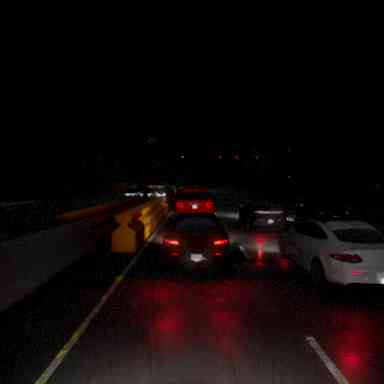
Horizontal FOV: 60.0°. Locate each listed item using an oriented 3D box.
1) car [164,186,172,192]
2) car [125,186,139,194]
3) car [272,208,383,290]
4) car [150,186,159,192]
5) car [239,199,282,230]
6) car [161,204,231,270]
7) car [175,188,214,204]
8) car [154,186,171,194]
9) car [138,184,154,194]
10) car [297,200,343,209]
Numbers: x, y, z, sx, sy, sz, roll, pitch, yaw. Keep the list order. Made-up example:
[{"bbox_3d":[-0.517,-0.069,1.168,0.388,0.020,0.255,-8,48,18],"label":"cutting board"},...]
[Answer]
[{"bbox_3d":[-6.531,-0.753,90.126,1.837,1.490,4.892,0,1,0],"label":"car"},{"bbox_3d":[-13.620,-0.303,74.721,1.994,1.385,4.181,0,1,0],"label":"car"},{"bbox_3d":[3.612,1.367,8.540,1.812,1.442,4.674,0,1,0],"label":"car"},{"bbox_3d":[-10.031,-0.776,90.145,1.882,1.535,5.008,0,1,0],"label":"car"},{"bbox_3d":[3.653,1.095,17.811,2.128,1.511,4.902,0,1,0],"label":"car"},{"bbox_3d":[0.120,1.325,10.191,1.812,1.442,4.674,0,1,0],"label":"car"},{"bbox_3d":[0.158,0.775,19.784,2.150,2.045,5.566,0,2,0],"label":"car"},{"bbox_3d":[-6.622,-0.323,74.412,2.128,1.511,4.902,0,1,0],"label":"car"},{"bbox_3d":[-10.122,-0.370,74.431,1.882,1.535,5.008,0,1,0],"label":"car"},{"bbox_3d":[7.158,1.146,18.628,1.994,1.385,4.181,0,1,0],"label":"car"}]
